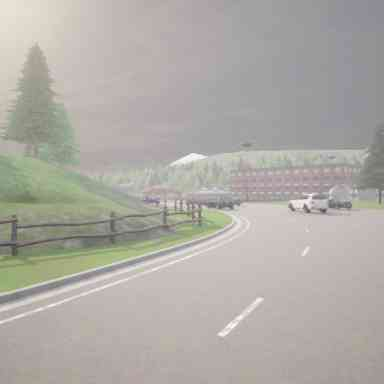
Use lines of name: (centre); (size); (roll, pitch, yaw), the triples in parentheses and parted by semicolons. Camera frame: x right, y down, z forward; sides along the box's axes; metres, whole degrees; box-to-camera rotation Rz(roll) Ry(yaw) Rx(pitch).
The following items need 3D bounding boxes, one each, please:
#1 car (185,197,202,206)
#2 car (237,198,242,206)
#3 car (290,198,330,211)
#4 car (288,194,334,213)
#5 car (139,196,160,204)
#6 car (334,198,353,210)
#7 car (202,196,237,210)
car: (0.655, 1.564, 55.561); (1.994, 1.385, 4.181); (0, 0, -37)
car: (6.074, 1.525, 53.949); (1.812, 1.442, 4.674); (0, 0, -34)
car: (15.077, 1.547, 42.750); (2.033, 1.411, 5.357); (0, 0, -17)
car: (12.691, 1.222, 36.610); (2.150, 2.045, 5.566); (0, 0, -10)
car: (-7.766, 1.477, 60.270); (1.882, 1.535, 5.008); (0, 0, -42)
car: (18.556, 1.525, 42.697); (1.812, 1.442, 4.674); (0, 0, -13)
car: (3.553, 1.352, 43.457); (2.097, 1.767, 4.553); (0, 0, -22)
